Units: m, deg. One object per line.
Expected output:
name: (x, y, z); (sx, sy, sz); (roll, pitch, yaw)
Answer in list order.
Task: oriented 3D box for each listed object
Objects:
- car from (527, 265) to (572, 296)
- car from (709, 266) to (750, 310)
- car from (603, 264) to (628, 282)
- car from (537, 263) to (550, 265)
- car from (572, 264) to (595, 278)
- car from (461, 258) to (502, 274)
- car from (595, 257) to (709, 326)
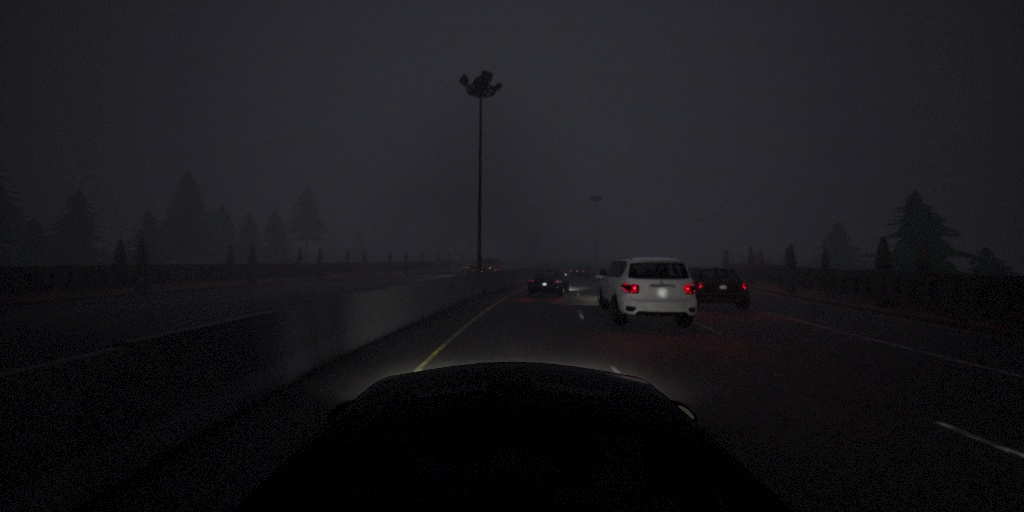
car: (2.126, 1.435, 20.381); (1.994, 1.385, 4.181); (0, 0, 13)
car: (8.490, 1.237, 15.945); (2.097, 1.767, 4.553); (0, 0, 9)
car: (9.670, 1.490, 33.116); (1.837, 1.490, 4.892); (0, 0, 21)
car: (3.851, 1.613, 46.306); (2.033, 1.411, 5.357); (0, -1, 27)
car: (7.491, 1.556, 37.513); (2.033, 1.411, 5.357); (0, 0, 26)
car: (-3.027, 1.198, 39.604); (2.150, 2.045, 5.566); (0, 0, 22)
car: (4.345, 1.061, 12.287); (2.150, 2.045, 5.566); (0, 0, 7)
